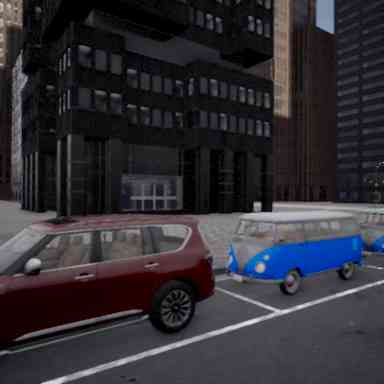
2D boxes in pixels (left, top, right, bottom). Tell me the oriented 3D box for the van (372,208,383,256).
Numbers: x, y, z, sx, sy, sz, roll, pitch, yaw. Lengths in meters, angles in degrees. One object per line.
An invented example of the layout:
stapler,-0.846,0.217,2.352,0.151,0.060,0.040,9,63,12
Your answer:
van,7.349,1.457,11.910,3.998,1.788,1.690,1,0,-36

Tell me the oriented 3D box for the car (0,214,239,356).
car,-1.888,1.328,5.306,5.009,1.841,2.192,1,0,-36

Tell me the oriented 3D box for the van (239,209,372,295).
van,2.731,1.406,8.608,3.998,1.788,1.690,1,0,-36
